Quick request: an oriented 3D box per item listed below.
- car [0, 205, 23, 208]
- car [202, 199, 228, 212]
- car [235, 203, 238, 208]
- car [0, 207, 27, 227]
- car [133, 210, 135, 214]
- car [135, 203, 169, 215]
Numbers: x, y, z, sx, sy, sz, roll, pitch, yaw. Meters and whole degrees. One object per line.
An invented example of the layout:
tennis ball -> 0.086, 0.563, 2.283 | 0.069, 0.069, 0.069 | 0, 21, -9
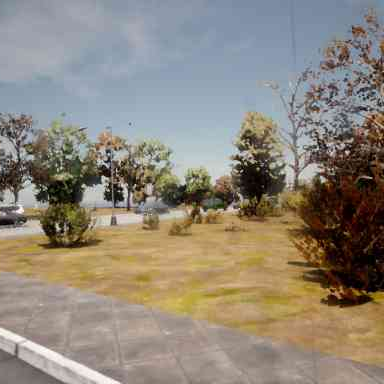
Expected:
car -> -18.639, 2.261, 31.424 | 2.150, 2.045, 5.566 | -3, -2, 33
car -> 3.705, 2.093, 53.483 | 2.150, 2.045, 5.566 | -3, -2, 32
car -> 9.349, 2.568, 62.392 | 1.895, 1.301, 4.718 | -3, -2, 33
car -> -16.600, 2.369, 28.157 | 2.128, 1.511, 4.902 | -3, -2, 33
car -> -6.876, 2.696, 50.027 | 1.994, 1.385, 4.181 | -3, -2, 32
car -> -5.186, 2.309, 46.155 | 2.097, 1.767, 4.553 | -3, -2, 32
